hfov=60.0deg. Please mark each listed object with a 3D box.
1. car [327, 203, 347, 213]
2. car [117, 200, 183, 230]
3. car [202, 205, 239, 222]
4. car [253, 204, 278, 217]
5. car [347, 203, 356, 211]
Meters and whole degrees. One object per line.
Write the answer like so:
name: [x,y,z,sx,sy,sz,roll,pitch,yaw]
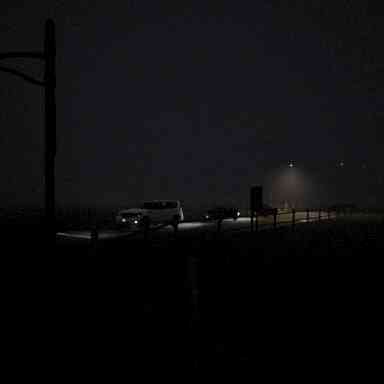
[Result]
car: [23.319,2.670,54.215,1.812,1.442,4.674,0,-1,37]
car: [-2.947,1.608,24.601,2.150,2.045,5.566,0,-1,36]
car: [2.869,2.067,32.539,2.128,1.511,4.902,0,-1,36]
car: [8.900,2.265,40.768,2.128,1.511,4.902,0,-1,36]
car: [29.807,2.867,63.089,1.837,1.490,4.892,0,-1,36]
